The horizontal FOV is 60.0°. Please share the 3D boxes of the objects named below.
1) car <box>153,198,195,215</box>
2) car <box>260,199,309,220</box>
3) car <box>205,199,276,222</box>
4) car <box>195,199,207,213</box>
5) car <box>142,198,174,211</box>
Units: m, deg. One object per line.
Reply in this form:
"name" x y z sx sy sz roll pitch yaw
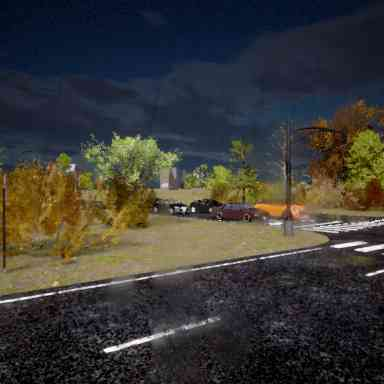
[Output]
"car" -2.269 1.494 34.365 2.128 1.511 4.902 0 0 -38
"car" 7.303 1.346 27.445 2.097 1.767 4.553 0 0 -38
"car" 3.749 1.560 26.709 2.033 1.411 5.357 0 0 -38
"car" 1.715 1.489 34.555 1.837 1.490 4.892 0 0 -38
"car" -4.397 1.499 42.330 1.812 1.442 4.674 0 0 -38
